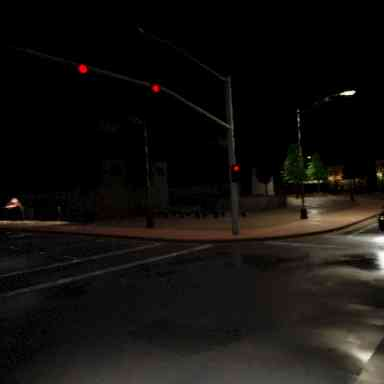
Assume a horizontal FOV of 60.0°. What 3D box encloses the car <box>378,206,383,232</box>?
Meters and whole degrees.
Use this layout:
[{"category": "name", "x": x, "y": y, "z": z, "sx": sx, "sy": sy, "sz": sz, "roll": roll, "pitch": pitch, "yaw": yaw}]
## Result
[{"category": "car", "x": 10.298, "y": 1.015, "z": 15.850, "sx": 1.812, "sy": 1.442, "sz": 4.674, "roll": -4, "pitch": 0, "yaw": 41}]
